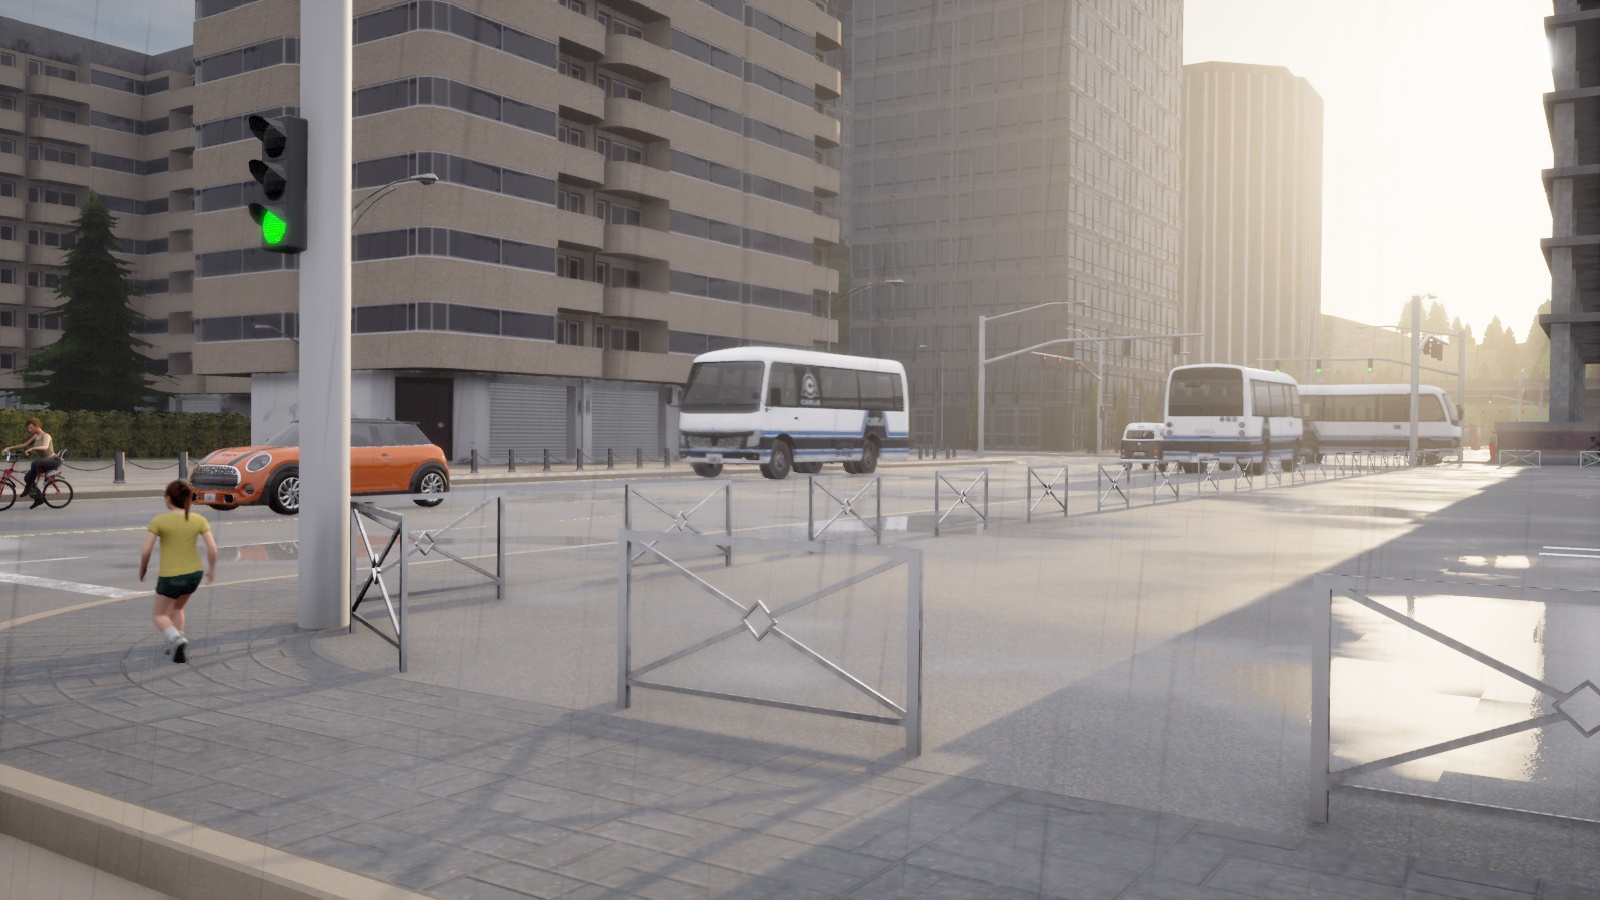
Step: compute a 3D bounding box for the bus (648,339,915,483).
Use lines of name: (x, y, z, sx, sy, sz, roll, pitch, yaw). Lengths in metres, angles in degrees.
bus: (-0.273, -1.222, 42.424, 3.944, 4.253, 10.273, 0, 1, 33)

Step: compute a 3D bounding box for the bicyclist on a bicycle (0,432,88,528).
bicyclist on a bicycle: (-13.460, 0.490, 21.949, 0.866, 1.612, 1.509, 0, 1, 33)

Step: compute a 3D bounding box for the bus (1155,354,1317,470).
bus: (18.085, -1.512, 51.523, 3.944, 4.253, 10.273, 0, 1, 33)

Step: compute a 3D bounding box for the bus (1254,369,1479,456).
bus: (29.625, -1.852, 65.873, 10.273, 4.253, 3.944, 0, 1, 32)

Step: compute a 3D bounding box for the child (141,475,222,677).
child: (-3.537, 0.704, 7.180, 0.394, 1.110, 0.255, 0, 1, 38)

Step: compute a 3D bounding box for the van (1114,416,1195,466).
van: (15.110, -0.407, 53.367, 2.069, 2.038, 4.480, 0, 1, 33)

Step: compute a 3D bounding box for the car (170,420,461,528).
car: (-8.683, 0.356, 22.910, 2.097, 1.767, 4.553, 0, 1, 33)

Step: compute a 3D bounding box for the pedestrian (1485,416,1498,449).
pedestrian: (39.426, -1.006, 71.561, 0.594, 1.836, 0.345, -1, 1, -17)
